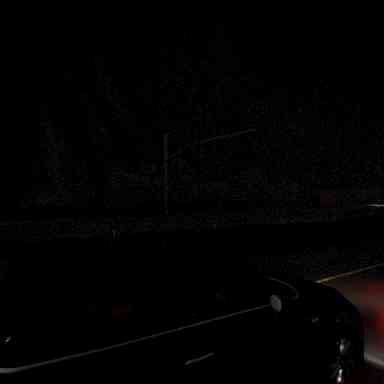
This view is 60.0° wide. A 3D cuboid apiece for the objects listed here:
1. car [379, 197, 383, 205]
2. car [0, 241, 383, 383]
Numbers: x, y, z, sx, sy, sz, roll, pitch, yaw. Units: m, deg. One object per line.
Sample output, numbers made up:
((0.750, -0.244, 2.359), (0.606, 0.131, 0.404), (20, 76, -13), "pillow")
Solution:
((31.664, 1.243, 53.045), (4.892, 1.490, 1.837), (0, 0, -36), "car")
((-0.078, 1.351, 3.692), (4.553, 1.767, 2.097), (0, 0, -36), "car")
